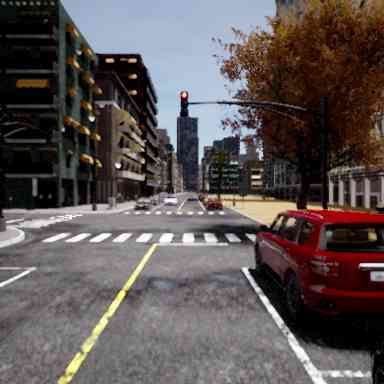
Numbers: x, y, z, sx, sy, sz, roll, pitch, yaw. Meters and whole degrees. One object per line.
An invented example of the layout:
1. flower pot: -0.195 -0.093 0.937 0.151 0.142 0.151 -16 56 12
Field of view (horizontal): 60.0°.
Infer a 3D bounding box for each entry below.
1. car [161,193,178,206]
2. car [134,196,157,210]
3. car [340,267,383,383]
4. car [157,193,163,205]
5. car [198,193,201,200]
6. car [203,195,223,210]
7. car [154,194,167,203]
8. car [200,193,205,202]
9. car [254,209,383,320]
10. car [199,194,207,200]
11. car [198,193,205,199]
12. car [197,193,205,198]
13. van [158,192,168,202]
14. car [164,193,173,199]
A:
1. car: -3.055 1.275 48.226 1.812 1.442 4.674 0 0 0
2. car: -5.735 1.333 39.516 2.008 1.369 4.403 0 0 0
3. car: 2.690 1.556 1.615 1.947 1.339 4.313 0 0 0
4. car: -5.748 1.279 50.582 2.008 1.369 4.403 0 0 0
5. car: 2.613 1.234 67.188 1.802 1.307 4.206 0 0 0
6. car: 2.645 1.327 39.525 1.887 1.381 4.507 0 0 0
7. car: -5.761 1.118 61.646 1.967 1.590 4.097 0 0 0
8. car: 2.631 1.253 50.761 1.752 1.417 4.829 0 0 0
9. car: 2.684 1.273 7.137 2.192 1.841 5.009 0 0 0
10. car: 2.599 1.128 78.424 1.752 1.417 4.829 0 0 0
11. car: 2.587 1.102 89.319 1.887 1.381 4.507 0 0 0
12. car: 2.580 1.086 94.852 2.008 1.369 4.403 0 0 0
13. van: -5.768 0.994 67.178 1.690 1.788 3.998 0 0 0
14. car: -5.787 1.020 83.777 1.967 1.590 4.097 0 0 0
